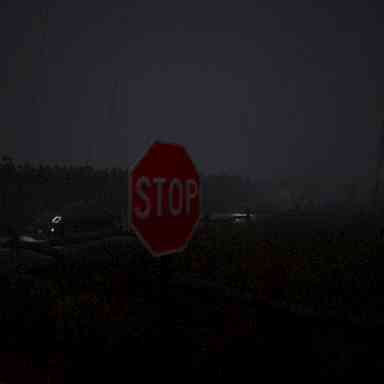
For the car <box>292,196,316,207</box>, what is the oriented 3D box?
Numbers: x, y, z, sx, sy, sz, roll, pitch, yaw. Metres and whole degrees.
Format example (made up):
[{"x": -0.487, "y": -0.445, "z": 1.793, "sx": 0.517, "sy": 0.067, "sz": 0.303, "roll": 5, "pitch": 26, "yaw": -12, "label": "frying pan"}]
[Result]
[{"x": 15.568, "y": 1.243, "z": 46.424, "sx": 2.033, "sy": 1.411, "sz": 5.357, "roll": 0, "pitch": 1, "yaw": -1, "label": "car"}]

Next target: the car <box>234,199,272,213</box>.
[{"x": 6.346, "y": 1.403, "z": 33.893, "sx": 2.033, "sy": 1.411, "sz": 5.357, "roll": 0, "pitch": 1, "yaw": 36, "label": "car"}]

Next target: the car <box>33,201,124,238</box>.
[{"x": -5.724, "y": 1.260, "z": 17.172, "sx": 2.097, "sy": 1.767, "sz": 4.553, "roll": 0, "pitch": 0, "yaw": 36, "label": "car"}]
